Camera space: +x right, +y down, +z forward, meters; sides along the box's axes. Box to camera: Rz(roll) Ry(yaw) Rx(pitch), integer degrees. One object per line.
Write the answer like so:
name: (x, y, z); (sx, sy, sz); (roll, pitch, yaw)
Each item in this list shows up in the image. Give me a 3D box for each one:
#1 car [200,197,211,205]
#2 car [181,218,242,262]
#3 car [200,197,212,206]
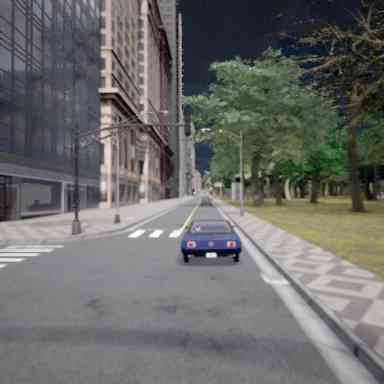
car: (2.739, 1.692, 65.935); (2.033, 1.411, 5.357); (0, 0, 2)
car: (0.670, 1.625, 12.296); (1.895, 1.301, 4.718); (-1, 0, 2)
car: (2.400, 1.657, 55.418); (2.033, 1.411, 5.357); (0, 0, 2)
